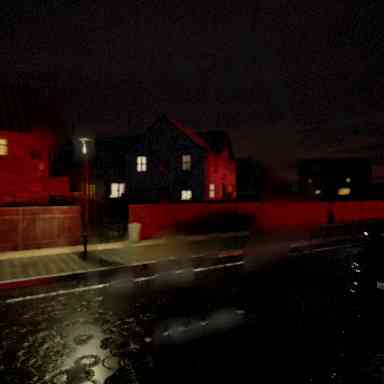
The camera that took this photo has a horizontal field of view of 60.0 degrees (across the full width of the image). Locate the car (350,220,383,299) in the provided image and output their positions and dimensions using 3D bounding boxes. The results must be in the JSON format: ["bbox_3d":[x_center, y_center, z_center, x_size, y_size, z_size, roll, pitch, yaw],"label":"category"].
[{"bbox_3d":[5.632,1.505,7.705,5.008,1.535,1.882,0,0,-36],"label":"car"}]
